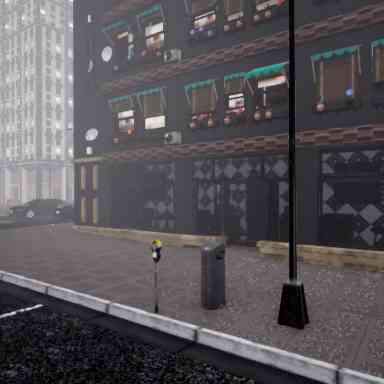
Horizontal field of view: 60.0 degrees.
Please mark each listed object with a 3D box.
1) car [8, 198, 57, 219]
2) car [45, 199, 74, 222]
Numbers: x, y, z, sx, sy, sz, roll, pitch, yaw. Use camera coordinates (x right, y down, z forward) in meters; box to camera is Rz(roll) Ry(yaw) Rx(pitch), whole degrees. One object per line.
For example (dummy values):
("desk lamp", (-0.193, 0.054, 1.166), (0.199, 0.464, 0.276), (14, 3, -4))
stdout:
("car", (-11.882, 1.239, 26.388), (1.837, 1.490, 4.892), (0, 1, 35))
("car", (-7.317, 1.279, 22.792), (1.947, 1.339, 4.313), (1, 1, 35))
